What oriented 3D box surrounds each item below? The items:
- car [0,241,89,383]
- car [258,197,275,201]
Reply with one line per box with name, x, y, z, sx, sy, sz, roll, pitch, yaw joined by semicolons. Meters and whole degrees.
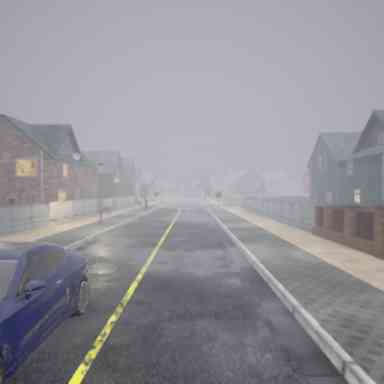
car;-2.851;1.514;4.698;1.812;1.442;4.674;0;0;0
car;11.373;1.374;48.426;4.181;1.385;1.994;-1;1;0
